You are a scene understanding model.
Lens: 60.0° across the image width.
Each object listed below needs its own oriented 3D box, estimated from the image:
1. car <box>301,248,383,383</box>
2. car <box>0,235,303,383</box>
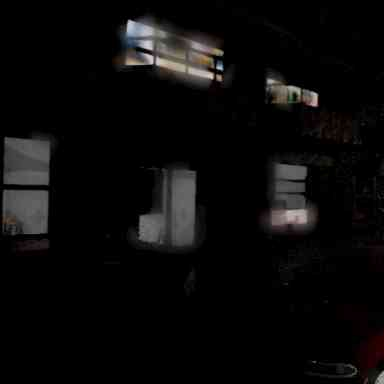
[{"bbox_3d":[2.532,1.526,4.604,4.507,1.381,1.887,0,2,-34],"label":"car"},{"bbox_3d":[-2.072,1.272,1.471,5.009,1.841,2.192,0,2,-34],"label":"car"}]
